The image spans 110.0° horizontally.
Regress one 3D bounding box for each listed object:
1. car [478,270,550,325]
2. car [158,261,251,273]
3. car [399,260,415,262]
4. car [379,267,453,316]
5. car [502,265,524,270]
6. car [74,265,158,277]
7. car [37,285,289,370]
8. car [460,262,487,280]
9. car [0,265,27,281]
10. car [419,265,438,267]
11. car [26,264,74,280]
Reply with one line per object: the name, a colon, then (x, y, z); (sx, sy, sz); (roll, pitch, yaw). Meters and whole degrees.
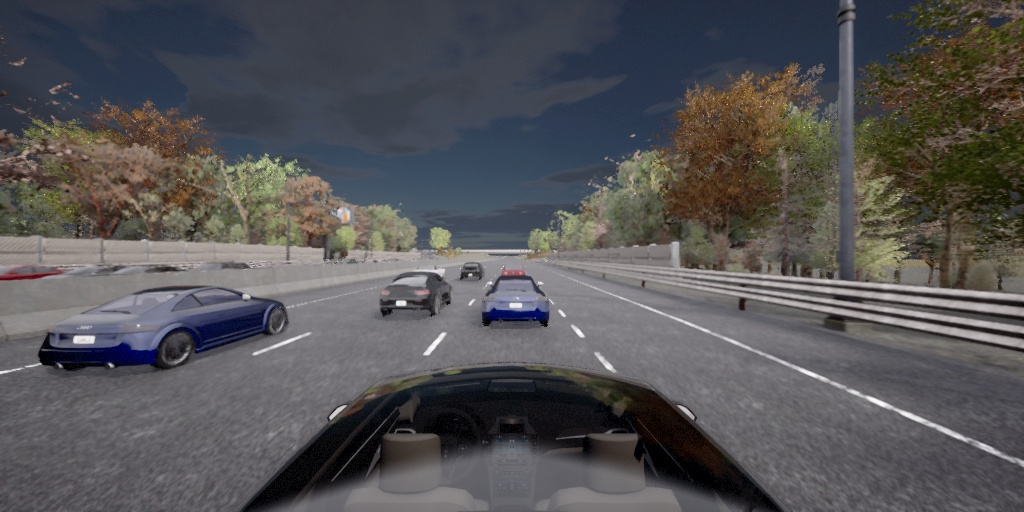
car: (0.103, 1.324, 11.824); (1.994, 1.385, 4.181); (0, 0, 0)
car: (-17.594, 1.124, 21.280); (2.097, 1.767, 4.553); (0, 0, 0)
car: (-17.521, 1.406, 62.038); (1.994, 1.385, 4.181); (0, 0, 1)
car: (-3.397, 1.287, 13.296); (1.812, 1.442, 4.674); (0, 0, 0)
car: (0.107, 1.387, 30.164); (1.895, 1.301, 4.718); (0, 0, 0)
car: (-21.094, 1.276, 20.564); (1.837, 1.490, 4.892); (0, 0, 0)
car: (-6.898, 1.319, 7.787); (1.994, 1.385, 4.181); (0, 0, 0)
car: (-3.395, 1.293, 31.646); (1.837, 1.490, 4.892); (0, 0, 0)
car: (-28.095, 1.248, 20.242); (1.882, 1.535, 5.008); (0, 0, 0)
car: (-6.893, 1.387, 30.177); (1.895, 1.301, 4.718); (0, 0, 0)
car: (-24.595, 1.277, 21.372); (1.837, 1.490, 4.892); (0, 0, 0)
